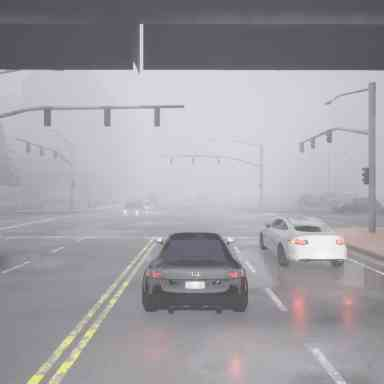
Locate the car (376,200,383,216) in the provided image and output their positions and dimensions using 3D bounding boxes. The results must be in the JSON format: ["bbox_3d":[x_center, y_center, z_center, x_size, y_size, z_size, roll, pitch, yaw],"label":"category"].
[{"bbox_3d":[19.150,1.601,29.626,4.718,1.301,1.895,0,0,1],"label":"car"}]

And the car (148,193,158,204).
[{"bbox_3d":[-8.051,1.221,66.069,2.150,2.045,5.566,0,0,0],"label":"car"}]

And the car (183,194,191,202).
[{"bbox_3d":[-1.097,1.593,76.964,1.895,1.301,4.718,0,0,0],"label":"car"}]

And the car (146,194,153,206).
[{"bbox_3d":[-8.044,1.526,55.416,1.812,1.442,4.674,0,0,0],"label":"car"}]

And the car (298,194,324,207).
[{"bbox_3d":[16.645,1.153,47.386,1.932,1.855,4.605,0,0,0],"label":"car"}]

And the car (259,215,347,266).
[{"bbox_3d":[3.582,1.526,11.364,1.812,1.442,4.674,0,0,0],"label":"car"}]

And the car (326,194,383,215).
[{"bbox_3d":[16.354,1.352,33.157,4.553,1.767,2.097,0,0,1],"label":"car"}]

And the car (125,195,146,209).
[{"bbox_3d":[-7.994,1.478,46.136,1.882,1.535,5.008,0,0,0],"label":"car"}]

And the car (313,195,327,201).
[{"bbox_3d":[30.811,1.364,79.942,1.784,1.438,3.905,0,0,0],"label":"car"}]

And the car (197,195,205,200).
[{"bbox_3d":[2.344,1.378,86.058,1.994,1.385,4.181,0,0,0],"label":"car"}]

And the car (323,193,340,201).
[{"bbox_3d":[33.495,1.153,80.000,1.932,1.855,4.605,0,0,0],"label":"car"}]

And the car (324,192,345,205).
[{"bbox_3d":[19.540,1.156,47.340,1.905,1.878,3.866,0,0,0],"label":"car"}]

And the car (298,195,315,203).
[{"bbox_3d":[22.193,1.395,64.815,1.970,1.475,3.806,0,0,0],"label":"car"}]

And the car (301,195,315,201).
[{"bbox_3d":[27.916,1.395,79.934,1.970,1.475,3.806,0,0,0],"label":"car"}]

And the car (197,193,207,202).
[{"bbox_3d":[2.403,1.223,76.990,2.150,2.045,5.566,0,0,0],"label":"car"}]

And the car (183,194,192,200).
[{"bbox_3d":[-1.156,1.351,86.035,2.128,1.511,4.902,0,0,0],"label":"car"}]

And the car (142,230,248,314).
[{"bbox_3d":[0.067,1.564,7.704,1.994,1.385,4.181,0,0,0],"label":"car"}]
